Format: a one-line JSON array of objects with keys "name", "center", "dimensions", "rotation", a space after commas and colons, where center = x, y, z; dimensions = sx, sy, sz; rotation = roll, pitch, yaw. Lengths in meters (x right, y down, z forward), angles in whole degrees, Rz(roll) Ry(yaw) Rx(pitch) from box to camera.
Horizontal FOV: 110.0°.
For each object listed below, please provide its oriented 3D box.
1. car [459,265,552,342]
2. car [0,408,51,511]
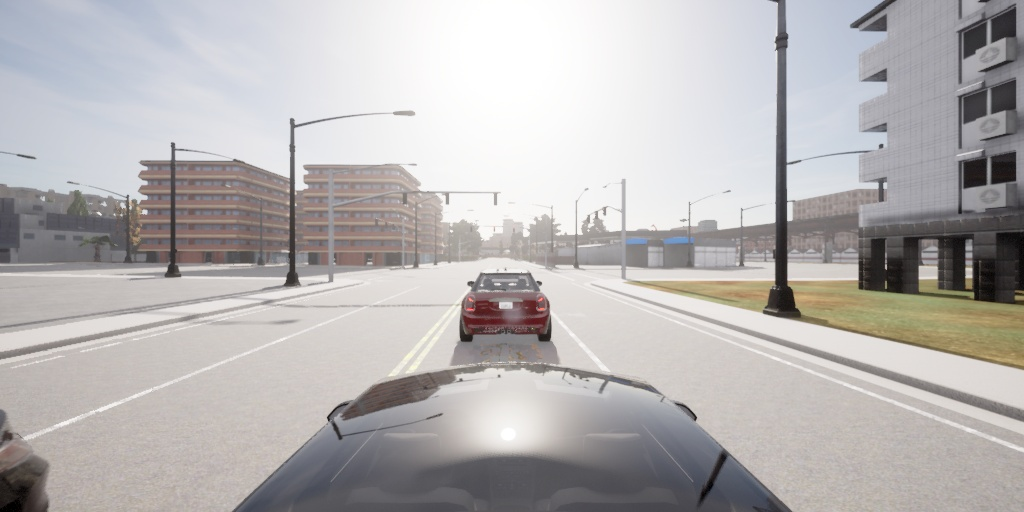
[{"name": "car", "center": [-0.196, 1.101, 9.965], "dimensions": [2.097, 1.767, 4.553], "rotation": [0, 0, -2]}, {"name": "car", "center": [-3.614, 1.276, 0.111], "dimensions": [1.812, 1.442, 4.674], "rotation": [0, 0, 0]}]
